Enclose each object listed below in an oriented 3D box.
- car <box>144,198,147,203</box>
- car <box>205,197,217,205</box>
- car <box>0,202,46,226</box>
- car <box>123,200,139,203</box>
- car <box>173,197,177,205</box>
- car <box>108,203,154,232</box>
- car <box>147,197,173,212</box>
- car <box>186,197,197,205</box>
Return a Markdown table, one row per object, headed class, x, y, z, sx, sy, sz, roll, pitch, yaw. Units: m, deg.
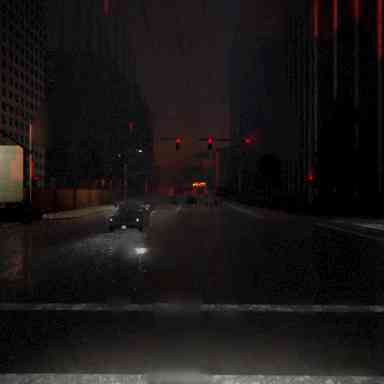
| class | x | y | z | sx | sy | sz | roll | pitch | yaw |
| --- | --- | --- | --- | --- | --- | --- | --- | --- | --- |
| car | -7.107 | 1.568 | 58.439 | 1.994 | 1.385 | 4.181 | 0 | 0 | 0 |
| car | 3.395 | 1.526 | 58.414 | 1.812 | 1.442 | 4.674 | 0 | 0 | 0 |
| car | -12.325 | 1.446 | 21.920 | 4.902 | 1.511 | 2.128 | 0 | 1 | -23 |
| car | -7.167 | 1.601 | 38.583 | 1.895 | 1.301 | 4.718 | 0 | 0 | 0 |
| car | -3.606 | 1.547 | 58.627 | 2.033 | 1.411 | 5.357 | 0 | 0 | 0 |
| car | -3.635 | 1.574 | 19.992 | 1.895 | 1.301 | 4.718 | 0 | 0 | 0 |
| car | -3.666 | 1.564 | 38.306 | 1.994 | 1.385 | 4.181 | 0 | 0 | 0 |
| car | -0.105 | 1.547 | 58.407 | 2.033 | 1.411 | 5.357 | 0 | 0 | 0 |
